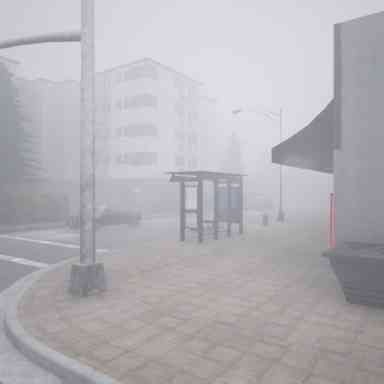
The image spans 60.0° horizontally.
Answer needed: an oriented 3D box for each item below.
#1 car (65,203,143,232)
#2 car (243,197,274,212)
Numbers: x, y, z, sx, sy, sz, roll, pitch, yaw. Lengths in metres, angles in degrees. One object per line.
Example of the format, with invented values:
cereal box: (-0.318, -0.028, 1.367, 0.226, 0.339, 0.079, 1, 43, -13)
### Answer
car: (-4.830, 1.349, 18.879, 1.812, 1.442, 4.674, 0, 0, 36)
car: (7.228, 1.329, 35.607, 1.837, 1.490, 4.892, 0, 0, 36)
